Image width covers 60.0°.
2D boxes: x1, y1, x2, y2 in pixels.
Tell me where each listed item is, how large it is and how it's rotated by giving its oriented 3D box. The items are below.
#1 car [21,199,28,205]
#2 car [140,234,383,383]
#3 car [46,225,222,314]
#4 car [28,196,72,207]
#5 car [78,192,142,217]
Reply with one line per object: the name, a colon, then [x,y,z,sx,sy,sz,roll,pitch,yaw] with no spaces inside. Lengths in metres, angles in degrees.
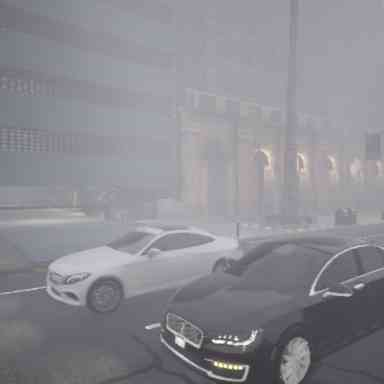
car: [-24.934,1.413,53.572,4.786,1.482,2.161,0,0,-36]
car: [1.833,1.505,5.311,4.892,1.490,1.837,0,0,-36]
car: [-0.829,1.526,7.709,4.674,1.442,1.812,0,0,-36]
car: [-18.528,1.463,43.891,4.718,1.301,1.895,0,0,-36]
car: [-7.097,1.029,29.324,5.566,2.045,2.435,0,0,-36]
